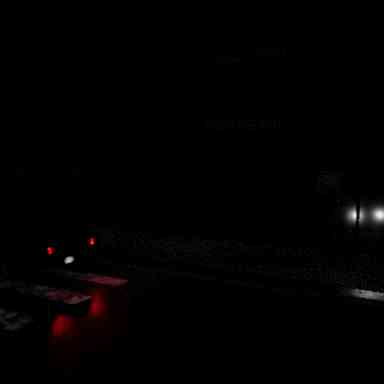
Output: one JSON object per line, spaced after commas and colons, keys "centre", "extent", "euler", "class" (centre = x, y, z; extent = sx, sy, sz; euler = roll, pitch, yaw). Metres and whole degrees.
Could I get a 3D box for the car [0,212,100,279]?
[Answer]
{"centre": [-4.825, 1.182, 8.563], "extent": [4.718, 1.301, 1.895], "euler": [3, 2, 24], "class": "car"}
